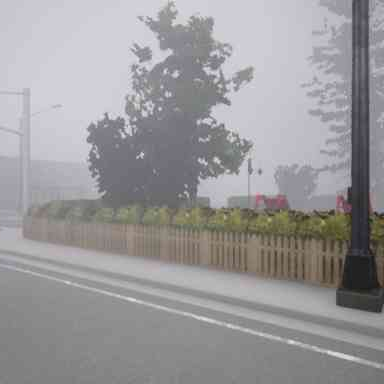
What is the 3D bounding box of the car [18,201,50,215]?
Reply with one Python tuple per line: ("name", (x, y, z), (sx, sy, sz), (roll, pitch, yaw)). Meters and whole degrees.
("car", (-13.355, 1.517, 31.322), (2.033, 1.411, 5.357), (0, 0, 35))
